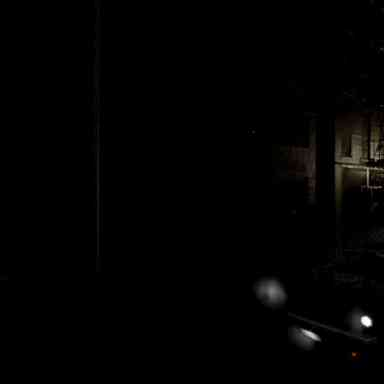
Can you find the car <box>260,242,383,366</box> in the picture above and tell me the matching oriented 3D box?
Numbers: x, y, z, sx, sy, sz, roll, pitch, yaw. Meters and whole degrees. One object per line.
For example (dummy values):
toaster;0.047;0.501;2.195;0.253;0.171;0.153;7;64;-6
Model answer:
car;3.406;1.643;5.805;4.718;1.301;1.895;0;0;-35
